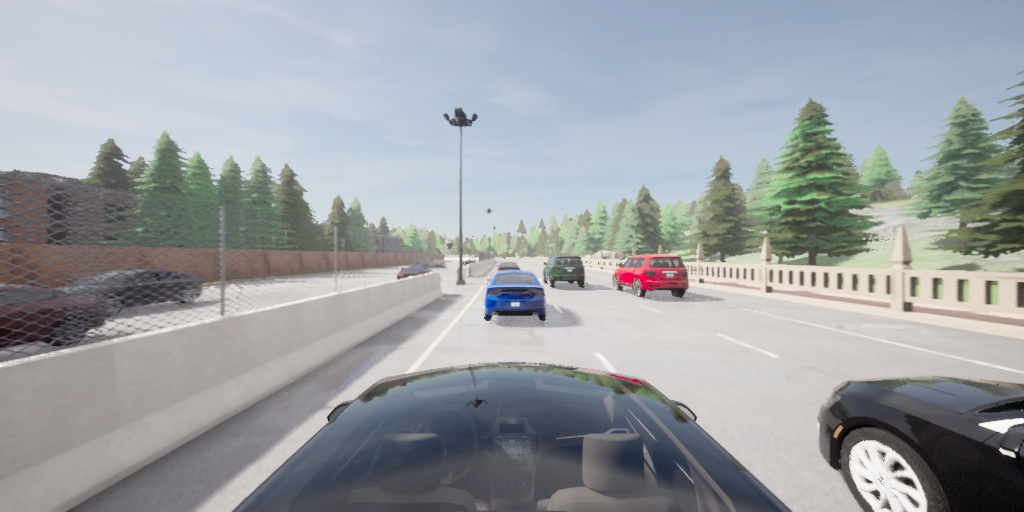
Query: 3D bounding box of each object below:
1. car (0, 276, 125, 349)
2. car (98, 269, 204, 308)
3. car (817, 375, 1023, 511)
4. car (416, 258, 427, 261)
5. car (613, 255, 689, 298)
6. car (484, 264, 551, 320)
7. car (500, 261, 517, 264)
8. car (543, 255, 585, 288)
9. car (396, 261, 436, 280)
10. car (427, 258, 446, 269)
[{"bbox_3d":[-10.602,1.275,6.582,1.812,1.442,4.674,0,0,0],"label":"car"},{"bbox_3d":[-14.118,1.255,13.317,1.837,1.490,4.892,0,0,0],"label":"car"},{"bbox_3d":[3.600,1.255,1.130,1.837,1.490,4.892,0,0,0],"label":"car"},{"bbox_3d":[-15.177,1.097,60.999,2.097,1.767,4.553,0,0,-1],"label":"car"},{"bbox_3d":[7.020,0.971,18.700,2.150,2.045,5.566,0,0,-1],"label":"car"},{"bbox_3d":[0.097,1.227,12.676,1.882,1.535,5.008,0,0,0],"label":"car"},{"bbox_3d":[-0.314,1.226,31.025,1.882,1.535,5.008,0,0,-2],"label":"car"},{"bbox_3d":[3.389,0.970,24.147,2.150,2.045,5.566,0,0,-2],"label":"car"},{"bbox_3d":[-7.396,1.313,27.472,1.994,1.385,4.181,0,0,-2],"label":"car"},{"bbox_3d":[-11.583,1.272,56.255,1.812,1.442,4.674,0,0,-1],"label":"car"}]
